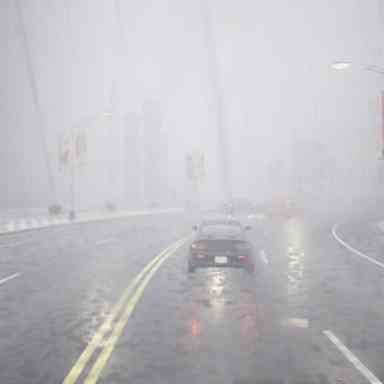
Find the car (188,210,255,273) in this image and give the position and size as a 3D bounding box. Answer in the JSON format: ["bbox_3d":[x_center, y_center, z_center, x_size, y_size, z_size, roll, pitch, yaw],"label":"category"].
[{"bbox_3d":[0.947,1.527,10.595,1.812,1.442,4.674,0,0,6],"label":"car"}]

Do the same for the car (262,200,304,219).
[{"bbox_3d":[8.308,1.483,29.370,1.882,1.535,5.008,0,0,36],"label":"car"}]

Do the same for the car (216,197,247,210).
[{"bbox_3d":[4.628,1.356,36.030,2.097,1.767,4.553,0,0,42],"label":"car"}]

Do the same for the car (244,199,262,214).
[{"bbox_3d":[7.664,1.569,34.259,1.994,1.385,4.181,0,0,43],"label":"car"}]
